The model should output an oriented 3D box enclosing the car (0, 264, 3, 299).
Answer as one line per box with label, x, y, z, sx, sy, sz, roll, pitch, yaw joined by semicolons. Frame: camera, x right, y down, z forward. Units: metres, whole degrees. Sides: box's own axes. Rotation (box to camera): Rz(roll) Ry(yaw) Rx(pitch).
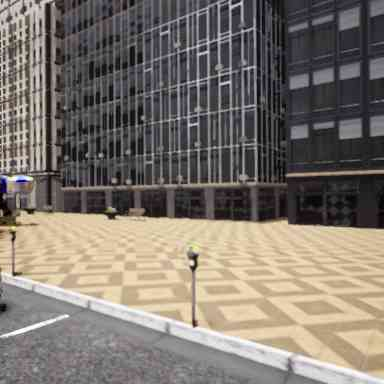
car;-5.581;1.605;6.862;4.313;1.339;1.947;0;0;36
